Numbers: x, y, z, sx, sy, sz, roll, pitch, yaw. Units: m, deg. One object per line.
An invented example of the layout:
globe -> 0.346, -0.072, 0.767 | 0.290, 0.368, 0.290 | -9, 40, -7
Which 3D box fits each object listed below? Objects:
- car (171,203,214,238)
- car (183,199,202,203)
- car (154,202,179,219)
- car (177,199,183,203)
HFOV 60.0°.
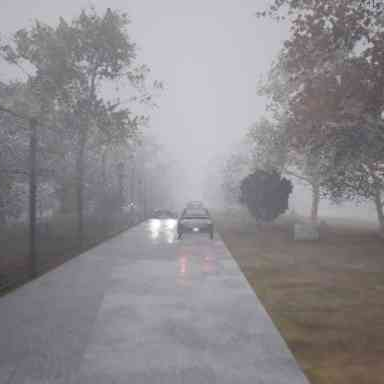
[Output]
car -> 0.198, 1.595, 18.246 | 2.128, 1.511, 4.902 | 0, -1, 0
car -> 0.358, 1.726, 36.675 | 2.097, 1.767, 4.553 | 0, -1, 0
car -> -2.634, 1.910, 33.069 | 1.895, 1.301, 4.718 | 0, -1, 1
car -> -2.051, 2.628, 74.584 | 2.150, 2.045, 5.566 | 0, -2, 1
